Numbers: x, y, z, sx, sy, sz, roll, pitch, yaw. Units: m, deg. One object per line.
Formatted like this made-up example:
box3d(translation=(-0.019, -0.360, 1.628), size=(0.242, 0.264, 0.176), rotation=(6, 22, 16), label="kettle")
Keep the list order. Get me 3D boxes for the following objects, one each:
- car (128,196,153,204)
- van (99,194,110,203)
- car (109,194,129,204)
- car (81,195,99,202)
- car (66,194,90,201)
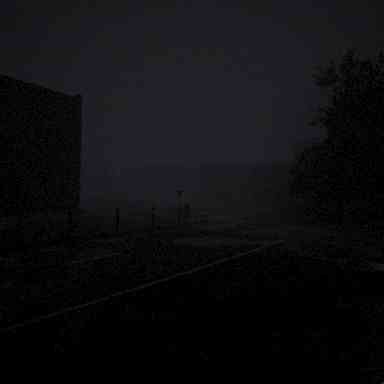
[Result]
box3d(translation=(-9.740, 1.765, 66.428), size=(2.163, 1.488, 4.792), rotation=(1, -1, 32), label="car")
box3d(translation=(-16.890, 1.355, 70.716), size=(1.878, 1.987, 4.442), rotation=(1, -1, 32), label="van")
box3d(translation=(-14.337, 1.515, 69.322), size=(2.185, 1.767, 4.553), rotation=(1, -1, 32), label="car")
box3d(translation=(-21.448, 1.336, 73.683), size=(2.185, 1.767, 4.553), rotation=(2, 0, 32), label="car")
box3d(translation=(-26.202, 1.332, 76.566), size=(2.231, 1.521, 4.892), rotation=(2, 0, 32), label="car")
